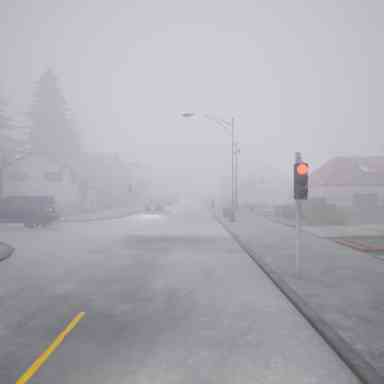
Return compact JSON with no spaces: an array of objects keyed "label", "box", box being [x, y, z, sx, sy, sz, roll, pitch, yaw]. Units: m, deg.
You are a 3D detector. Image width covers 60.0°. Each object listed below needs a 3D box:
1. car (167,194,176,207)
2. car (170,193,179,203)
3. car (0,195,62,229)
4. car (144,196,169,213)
[{"label":"car","box":[-4.033,1.502,52.668,1.837,1.490,4.892,0,0,0]},{"label":"car","box":[-3.909,1.271,69.211,2.150,2.045,5.566,1,0,0]},{"label":"car","box":[-11.216,1.220,21.092,5.566,2.045,2.150,0,1,1]},{"label":"car","box":[-4.059,1.490,36.546,2.128,1.511,4.902,0,0,0]}]
